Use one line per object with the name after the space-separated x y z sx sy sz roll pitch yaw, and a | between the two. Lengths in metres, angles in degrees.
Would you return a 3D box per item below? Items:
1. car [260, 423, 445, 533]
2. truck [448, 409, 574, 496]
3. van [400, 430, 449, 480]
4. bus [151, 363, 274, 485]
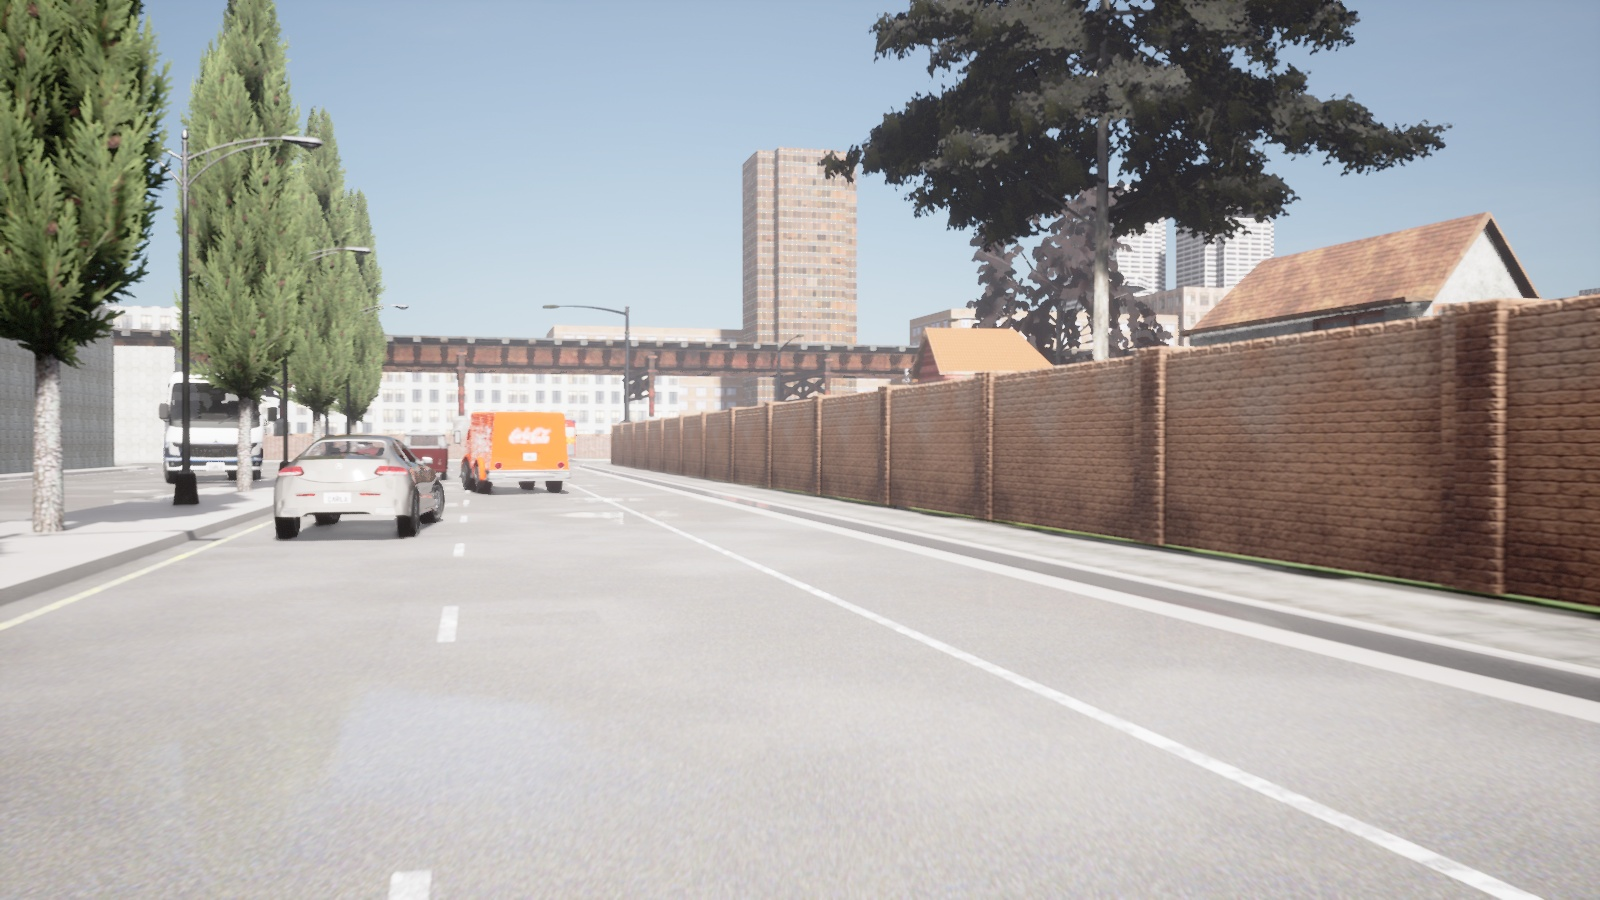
-7.457 0.398 21.469 2.152 1.651 5.027 0 0 -10 | car
-8.980 0.041 38.620 2.627 2.467 5.204 0 1 -26 | truck
-15.478 0.193 51.874 1.775 1.987 4.442 0 0 -15 | van
-23.134 -0.927 49.206 3.944 4.253 10.273 0 0 -27 | bus
